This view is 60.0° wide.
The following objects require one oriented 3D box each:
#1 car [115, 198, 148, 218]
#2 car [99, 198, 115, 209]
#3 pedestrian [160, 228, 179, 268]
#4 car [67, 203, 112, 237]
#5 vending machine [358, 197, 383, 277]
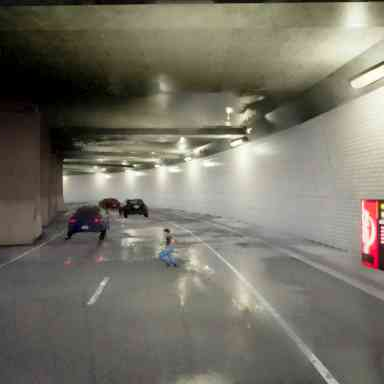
[{"bbox_3d":[-5.497,1.351,30.723,2.097,1.767,4.553,0,0,-20],"label":"car"},{"bbox_3d":[-10.573,1.477,42.536,1.882,1.535,5.008,0,0,-28],"label":"car"},{"bbox_3d":[-0.654,1.574,9.693,0.375,1.300,0.375,0,0,-6],"label":"pedestrian"},{"bbox_3d":[-5.526,1.526,18.034,1.812,1.442,4.674,0,0,-11],"label":"car"},{"bbox_3d":[5.399,1.195,9.249,1.100,2.100,0.880,0,0,-6],"label":"vending machine"}]
